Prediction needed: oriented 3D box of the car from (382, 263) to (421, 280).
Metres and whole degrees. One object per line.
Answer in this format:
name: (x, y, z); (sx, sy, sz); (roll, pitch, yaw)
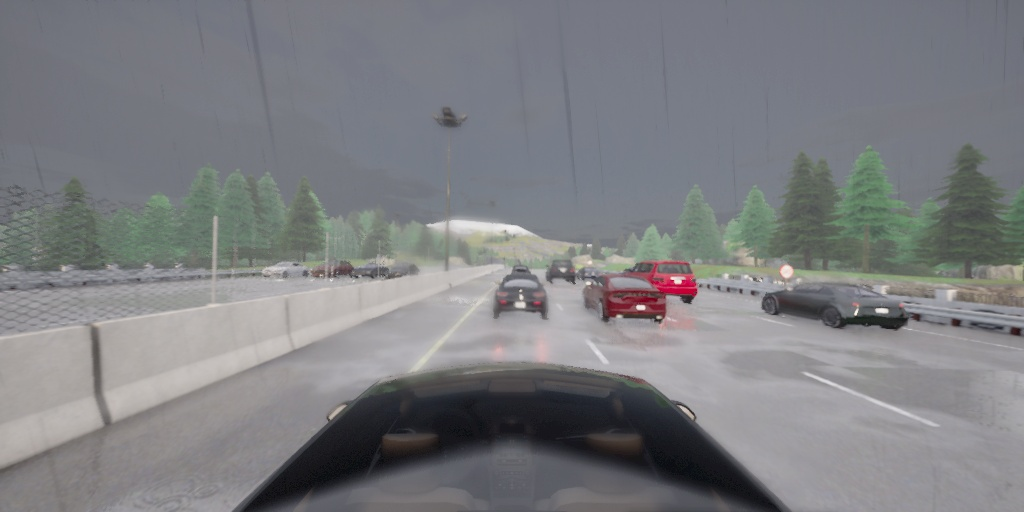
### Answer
car: (-9.829, 1.414, 32.981); (1.837, 1.490, 4.892); (1, -1, 2)

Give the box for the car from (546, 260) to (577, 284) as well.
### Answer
car: (4.262, 1.374, 31.778); (2.150, 2.045, 5.566); (1, -1, 1)

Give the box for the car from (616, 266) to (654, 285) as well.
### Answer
car: (11.294, 1.783, 33.386); (1.882, 1.535, 5.008); (1, -1, 1)

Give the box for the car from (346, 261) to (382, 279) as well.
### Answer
car: (-13.292, 1.405, 34.180); (2.033, 1.411, 5.357); (1, -1, 1)

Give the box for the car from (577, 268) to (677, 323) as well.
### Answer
car: (3.816, 1.377, 12.926); (1.882, 1.535, 5.008); (1, -1, 1)

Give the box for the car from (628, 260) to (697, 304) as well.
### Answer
car: (7.459, 1.259, 18.655); (2.150, 2.045, 5.566); (1, 0, 1)

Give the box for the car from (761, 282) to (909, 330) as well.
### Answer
car: (10.804, 1.588, 12.433); (1.994, 1.385, 4.181); (1, -1, 1)

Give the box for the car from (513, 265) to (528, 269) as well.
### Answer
car: (0.813, 1.626, 34.207); (1.837, 1.490, 4.892); (1, -1, 1)

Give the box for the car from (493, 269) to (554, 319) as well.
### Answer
car: (0.323, 1.364, 13.243); (1.812, 1.442, 4.674); (1, -1, 1)

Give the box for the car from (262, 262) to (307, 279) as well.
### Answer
car: (-20.349, 1.229, 32.483); (1.812, 1.442, 4.674); (1, -1, 2)

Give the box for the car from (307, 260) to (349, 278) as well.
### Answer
car: (-16.798, 1.139, 33.918); (2.097, 1.767, 4.553); (1, -1, 2)
